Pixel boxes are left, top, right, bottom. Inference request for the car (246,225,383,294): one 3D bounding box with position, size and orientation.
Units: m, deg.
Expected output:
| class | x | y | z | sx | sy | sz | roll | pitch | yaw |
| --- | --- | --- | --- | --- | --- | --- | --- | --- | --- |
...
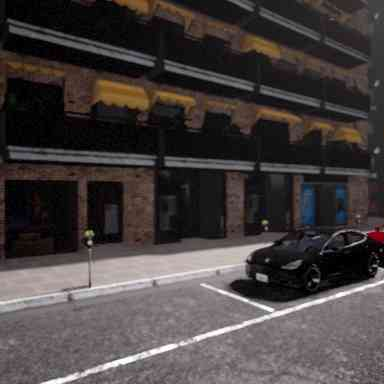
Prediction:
| class | x | y | z | sx | sy | sz | roll | pitch | yaw |
| --- | --- | --- | --- | --- | --- | --- | --- | --- | --- |
| car | 3.402 | 1.639 | 8.998 | 4.313 | 1.339 | 1.947 | 1 | -1 | -35 |
